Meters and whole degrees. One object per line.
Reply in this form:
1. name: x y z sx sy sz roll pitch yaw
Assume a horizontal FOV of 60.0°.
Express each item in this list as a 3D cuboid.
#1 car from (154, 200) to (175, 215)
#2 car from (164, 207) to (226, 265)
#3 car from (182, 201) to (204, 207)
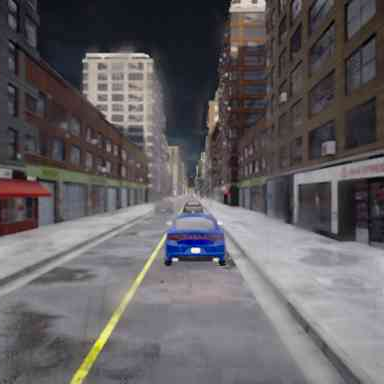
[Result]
1. car: -2.828 1.606 34.997 1.837 1.490 4.892 0 0 0
2. car: 0.106 1.509 11.903 1.882 1.535 5.008 0 0 0
3. car: 0.105 1.582 31.675 2.128 1.511 4.902 0 0 0
